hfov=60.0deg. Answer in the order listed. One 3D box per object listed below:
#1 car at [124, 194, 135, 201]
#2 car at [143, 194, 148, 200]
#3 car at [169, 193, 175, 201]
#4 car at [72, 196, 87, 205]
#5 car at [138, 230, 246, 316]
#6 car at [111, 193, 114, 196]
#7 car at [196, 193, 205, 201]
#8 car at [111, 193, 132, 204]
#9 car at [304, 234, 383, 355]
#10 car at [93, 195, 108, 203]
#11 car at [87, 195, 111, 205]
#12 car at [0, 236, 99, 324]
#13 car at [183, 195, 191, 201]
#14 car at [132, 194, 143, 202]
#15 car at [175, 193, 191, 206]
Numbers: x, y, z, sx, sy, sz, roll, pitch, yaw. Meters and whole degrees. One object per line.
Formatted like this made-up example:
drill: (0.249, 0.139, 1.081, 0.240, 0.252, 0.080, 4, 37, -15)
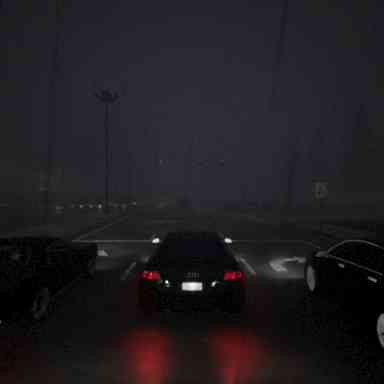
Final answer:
car: (-16.342, 1.419, 86.880, 1.882, 1.535, 5.008, 0, 0, 0)
car: (-12.843, 1.253, 88.606, 2.097, 1.767, 4.553, 0, 0, 0)
car: (-4.842, 1.210, 86.366, 2.150, 2.045, 5.566, 0, 0, 0)
car: (-19.889, 1.470, 59.823, 1.882, 1.535, 5.008, 0, 1, 0)
car: (0.003, 1.563, 7.625, 1.994, 1.385, 4.181, 0, 0, 0)
car: (-16.333, 1.216, 71.787, 2.150, 2.045, 5.566, 0, 0, 0)
car: (2.158, 1.340, 86.686, 2.097, 1.767, 4.553, 0, 0, 0)
car: (-12.890, 1.497, 61.239, 1.837, 1.490, 4.892, 0, 0, 0)
car: (3.501, 1.504, 5.803, 1.837, 1.490, 4.892, 0, 0, 0)
car: (-19.833, 1.469, 72.457, 1.882, 1.535, 5.008, 0, 0, 0)
car: (-16.395, 1.497, 58.904, 1.837, 1.490, 4.892, 0, 0, 0)
car: (-3.498, 1.600, 7.123, 1.895, 1.301, 4.718, 0, 0, 0)
car: (-1.342, 1.510, 86.730, 2.128, 1.511, 4.902, 0, 0, 0)
car: (-12.834, 1.516, 73.625, 2.128, 1.511, 4.902, 0, 0, 0)
car: (-1.323, 1.345, 55.359, 2.097, 1.767, 4.553, 0, 0, 0)
